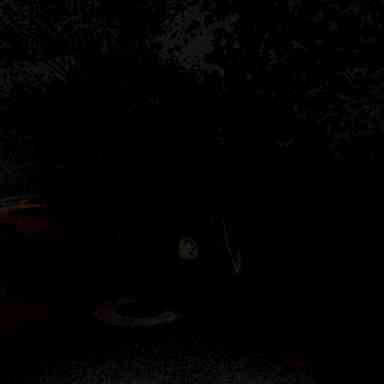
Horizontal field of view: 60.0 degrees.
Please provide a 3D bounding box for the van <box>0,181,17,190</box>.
[{"bbox_3d":[-43.283,-1.553,77.363,4.442,1.987,1.878,1,1,-30],"label":"van"}]

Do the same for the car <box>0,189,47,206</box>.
[{"bbox_3d":[-16.647,0.521,31.869,4.792,1.488,2.163,1,2,-30],"label":"car"}]

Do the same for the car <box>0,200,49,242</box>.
[{"bbox_3d":[-6.929,1.301,15.252,5.008,1.535,2.097,1,2,-30],"label":"car"}]

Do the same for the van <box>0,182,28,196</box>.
[{"bbox_3d":[-26.475,-0.442,48.550,4.442,1.987,1.878,1,1,-30],"label":"van"}]

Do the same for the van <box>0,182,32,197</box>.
[{"bbox_3d":[-24.878,-0.346,46.276,4.442,1.987,1.878,1,1,-30],"label":"van"}]

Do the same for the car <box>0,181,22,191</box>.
[{"bbox_3d":[-39.016,-1.301,70.225,5.566,2.045,2.435,1,1,-30],"label":"car"}]

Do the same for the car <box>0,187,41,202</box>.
[{"bbox_3d":[-19.449,0.293,36.787,4.792,1.488,2.163,1,2,-30],"label":"car"}]

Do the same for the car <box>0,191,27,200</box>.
[{"bbox_3d":[-8.288,1.060,17.658,4.553,1.767,2.185,1,2,-30],"label":"car"}]

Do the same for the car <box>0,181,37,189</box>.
[{"bbox_3d":[-15.194,0.358,29.499,5.566,2.045,2.435,1,2,-30],"label":"car"}]

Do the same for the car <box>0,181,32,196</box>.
[{"bbox_3d":[-27.792,-0.558,50.985,5.566,2.045,2.435,1,1,-30],"label":"car"}]

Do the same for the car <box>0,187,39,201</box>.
[{"bbox_3d":[-20.778,0.193,39.066,4.792,1.488,2.163,1,1,-30],"label":"car"}]

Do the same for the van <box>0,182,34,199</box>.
[{"bbox_3d":[-22.274,-0.162,41.366,4.442,1.987,1.878,1,2,-31],"label":"van"}]

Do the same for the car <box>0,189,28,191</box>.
[{"bbox_3d":[-12.600,0.835,24.617,5.366,1.575,1.946,1,2,-30],"label":"car"}]

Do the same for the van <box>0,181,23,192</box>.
[{"bbox_3d":[-34.707,-0.996,63.125,4.442,1.987,1.878,1,1,-30],"label":"van"}]

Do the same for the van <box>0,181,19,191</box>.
[{"bbox_3d":[-40.287,-1.365,72.691,4.442,1.987,1.878,1,1,-30],"label":"van"}]

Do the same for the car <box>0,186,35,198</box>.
[{"bbox_3d":[-23.586,-0.030,43.833,5.008,1.535,2.097,1,1,-30],"label":"car"}]
